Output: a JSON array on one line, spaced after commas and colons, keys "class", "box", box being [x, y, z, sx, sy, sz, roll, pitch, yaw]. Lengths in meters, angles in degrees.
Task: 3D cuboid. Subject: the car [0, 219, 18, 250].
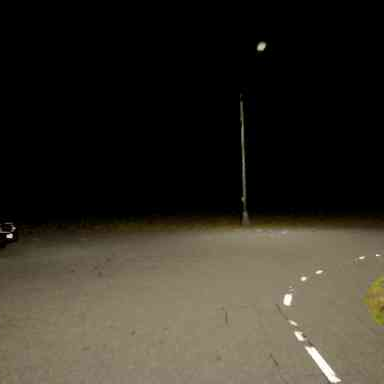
[{"class": "car", "box": [-9.923, 1.378, 13.077, 5.566, 2.045, 2.150, 0, -2, 0]}]

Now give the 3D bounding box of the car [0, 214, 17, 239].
[{"class": "car", "box": [-13.173, 2.081, 20.034, 4.181, 1.385, 1.994, -1, -3, 0]}]
